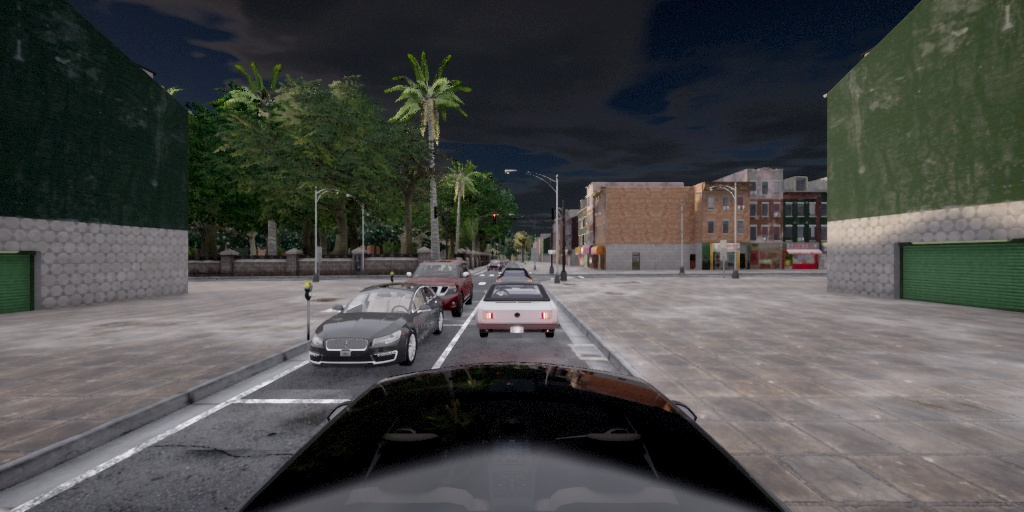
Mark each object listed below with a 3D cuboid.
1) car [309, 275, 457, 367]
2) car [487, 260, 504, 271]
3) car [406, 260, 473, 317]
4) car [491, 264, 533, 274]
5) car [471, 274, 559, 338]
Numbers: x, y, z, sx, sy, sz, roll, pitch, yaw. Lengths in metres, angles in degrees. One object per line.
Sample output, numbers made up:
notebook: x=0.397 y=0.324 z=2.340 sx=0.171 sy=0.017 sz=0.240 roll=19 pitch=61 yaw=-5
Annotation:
car: x=-2.621 y=1.301 z=7.842 sx=2.007 sy=1.370 sz=4.403 roll=0 pitch=0 yaw=0
car: x=-2.493 y=1.295 z=51.451 sx=1.967 sy=1.591 sz=4.097 roll=0 pitch=0 yaw=0
car: x=-2.605 y=1.069 z=13.305 sx=2.192 sy=1.841 sz=5.009 roll=0 pitch=0 yaw=0
car: x=0.159 y=1.325 z=19.355 sx=1.994 sy=1.385 sz=4.181 roll=0 pitch=0 yaw=2
car: x=0.124 y=1.353 z=10.183 sx=1.895 sy=1.301 sz=4.718 roll=0 pitch=0 yaw=0
